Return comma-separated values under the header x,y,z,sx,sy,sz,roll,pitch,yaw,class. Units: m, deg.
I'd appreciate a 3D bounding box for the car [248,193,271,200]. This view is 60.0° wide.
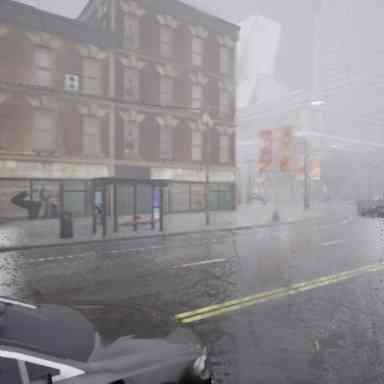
x,y,z,sx,sy,sz,roll,pitch,yaw,class
13.836,1.109,69.235,2.150,2.045,5.566,0,0,-35,car

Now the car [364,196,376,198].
x,y,z,sx,sy,sz,roll,pitch,yaw,class
30.305,1.495,57.139,2.002,1.452,4.674,0,0,-16,car

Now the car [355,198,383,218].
x,y,z,sx,sy,sz,roll,pitch,yaw,class
16.374,1.534,30.506,2.033,1.411,5.357,0,0,21,car

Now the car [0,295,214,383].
x,y,z,sx,sy,sz,roll,pitch,yaw,class
-2.037,1.492,2.293,4.902,1.511,2.128,0,0,-36,car
